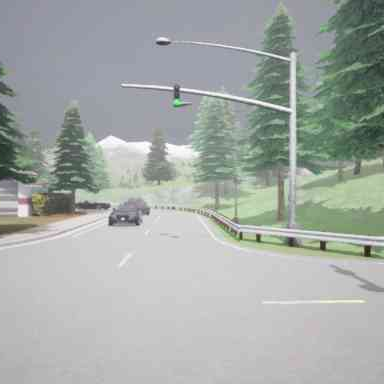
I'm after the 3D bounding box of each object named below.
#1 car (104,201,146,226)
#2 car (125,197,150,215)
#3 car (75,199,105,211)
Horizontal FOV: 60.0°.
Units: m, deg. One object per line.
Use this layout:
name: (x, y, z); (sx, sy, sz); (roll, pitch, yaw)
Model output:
car: (-4.562, 1.545, 23.316); (1.994, 1.385, 4.181); (0, 0, -3)
car: (-5.619, 1.326, 33.085); (2.097, 1.767, 4.553); (0, 0, -21)
car: (-12.367, 1.573, 40.671); (4.718, 1.301, 1.895); (0, 0, 13)
